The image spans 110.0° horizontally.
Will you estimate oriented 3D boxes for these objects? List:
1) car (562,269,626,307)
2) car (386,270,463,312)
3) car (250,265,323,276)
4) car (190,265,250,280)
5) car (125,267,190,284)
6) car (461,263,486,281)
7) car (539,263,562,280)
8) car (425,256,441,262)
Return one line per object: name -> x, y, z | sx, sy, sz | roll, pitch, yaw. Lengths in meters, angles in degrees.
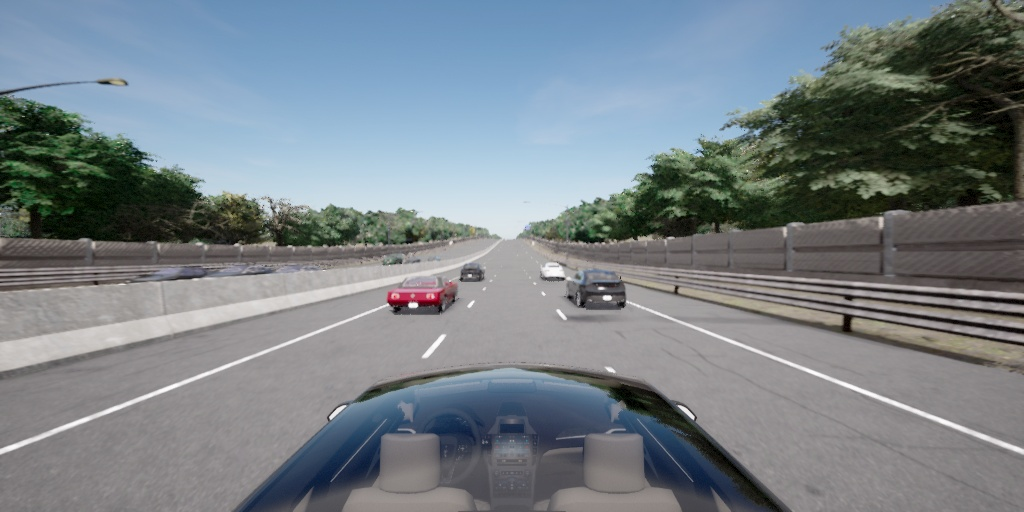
car -> 3.591, 1.335, 15.922 | 1.837, 1.490, 4.892 | 0, 0, 0
car -> -3.407, 1.426, 14.615 | 1.895, 1.301, 4.718 | 0, 0, 0
car -> -14.108, 1.334, 23.404 | 2.128, 1.511, 4.902 | 0, 0, 0
car -> -17.607, 1.334, 23.417 | 2.128, 1.511, 4.902 | 0, 0, 0
car -> -21.109, 1.389, 22.842 | 2.033, 1.411, 5.357 | 0, 0, 0
car -> -3.415, 1.339, 31.483 | 1.837, 1.490, 4.892 | 0, 0, 0
car -> 3.585, 1.358, 32.250 | 1.812, 1.442, 4.674 | 0, 0, 0
car -> -14.053, 0.737, 63.836 | 2.097, 1.767, 4.553 | 0, 2, 0
